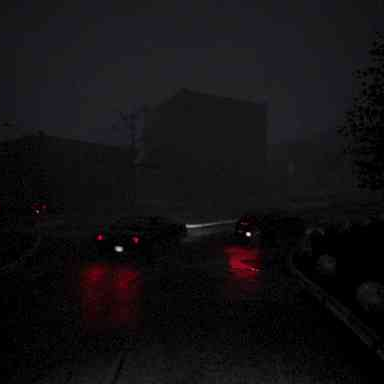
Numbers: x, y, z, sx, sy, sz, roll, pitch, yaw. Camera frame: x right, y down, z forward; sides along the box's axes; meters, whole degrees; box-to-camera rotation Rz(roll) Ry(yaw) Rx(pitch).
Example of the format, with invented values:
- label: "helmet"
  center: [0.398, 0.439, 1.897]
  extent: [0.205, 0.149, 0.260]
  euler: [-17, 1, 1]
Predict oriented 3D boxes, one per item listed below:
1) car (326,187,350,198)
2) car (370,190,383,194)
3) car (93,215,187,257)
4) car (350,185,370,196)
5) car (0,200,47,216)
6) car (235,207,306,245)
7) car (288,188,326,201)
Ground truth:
- label: "car"
  center: [19.991, 0.031, 48.231]
  extent: [5.366, 1.575, 1.946]
  euler: [-3, 2, -33]
- label: "car"
  center: [29.502, -0.745, 54.350]
  extent: [5.566, 2.045, 2.435]
  euler: [-3, 2, -33]
- label: "car"
  center: [-1.710, 1.554, 12.853]
  extent: [1.895, 1.301, 4.718]
  euler: [1, 0, 17]
- label: "car"
  center: [24.631, -0.226, 51.219]
  extent: [5.366, 1.575, 1.946]
  euler: [-3, 2, -33]
- label: "car"
  center: [-14.922, 1.308, 28.400]
  extent: [4.718, 1.301, 1.895]
  euler: [1, 0, 20]
- label: "car"
  center: [3.870, 1.499, 15.923]
  extent: [1.837, 1.490, 4.892]
  euler: [-1, 0, 38]
- label: "car"
  center: [15.347, 0.291, 45.253]
  extent: [5.366, 1.575, 1.946]
  euler: [-3, 2, -33]
